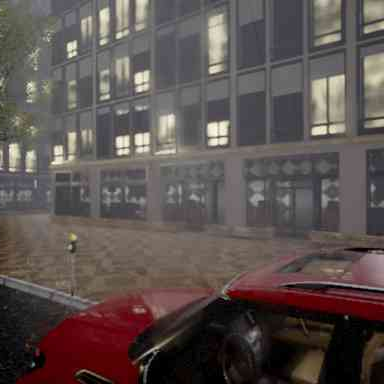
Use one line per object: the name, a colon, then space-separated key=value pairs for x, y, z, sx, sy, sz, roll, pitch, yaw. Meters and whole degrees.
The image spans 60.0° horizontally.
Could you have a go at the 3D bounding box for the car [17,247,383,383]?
car: x=0.989 y=1.317 z=2.032 sx=5.009 sy=1.841 sz=2.192 roll=0 pitch=0 yaw=36
